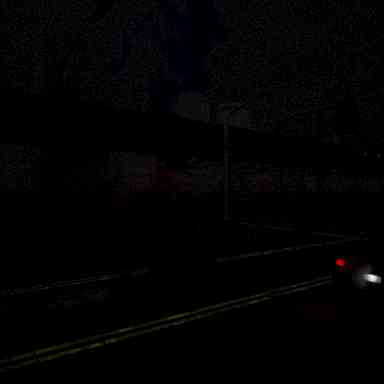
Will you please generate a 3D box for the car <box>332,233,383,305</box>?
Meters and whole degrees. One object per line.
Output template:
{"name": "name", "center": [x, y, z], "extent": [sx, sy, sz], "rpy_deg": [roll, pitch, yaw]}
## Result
{"name": "car", "center": [4.967, 1.564, 7.317], "extent": [4.181, 1.385, 1.994], "rpy_deg": [0, 0, -35]}
